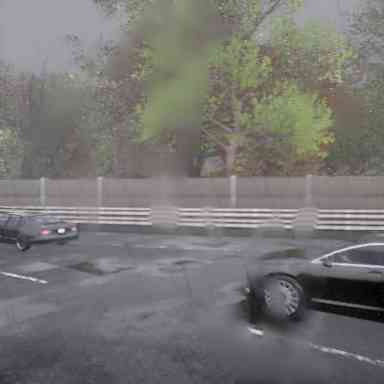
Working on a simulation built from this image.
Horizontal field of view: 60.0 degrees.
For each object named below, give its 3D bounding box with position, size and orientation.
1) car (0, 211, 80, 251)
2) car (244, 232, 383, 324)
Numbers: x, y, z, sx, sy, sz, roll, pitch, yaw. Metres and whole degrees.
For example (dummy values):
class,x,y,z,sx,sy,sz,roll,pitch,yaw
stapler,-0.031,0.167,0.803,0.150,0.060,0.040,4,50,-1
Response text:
class,x,y,z,sx,sy,sz,roll,pitch,yaw
car,-7.109,1.536,14.042,5.357,1.411,2.033,0,0,32
car,3.297,1.460,5.719,4.902,1.511,2.128,0,0,35
